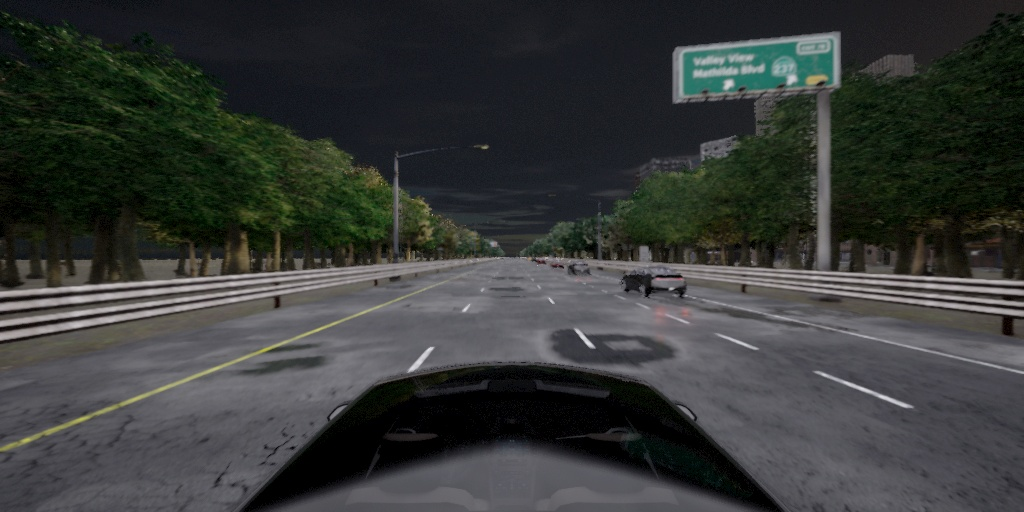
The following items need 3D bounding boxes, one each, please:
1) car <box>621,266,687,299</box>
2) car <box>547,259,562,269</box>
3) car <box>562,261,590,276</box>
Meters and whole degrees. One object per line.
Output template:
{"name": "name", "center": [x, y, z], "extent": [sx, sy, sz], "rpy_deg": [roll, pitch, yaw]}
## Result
{"name": "car", "center": [7.004, 1.247, 18.184], "extent": [2.128, 1.511, 4.902], "rpy_deg": [0, 0, 0]}
{"name": "car", "center": [7.014, 1.373, 57.088], "extent": [1.895, 1.301, 4.718], "rpy_deg": [0, 0, 0]}
{"name": "car", "center": [7.010, 1.255, 38.135], "extent": [2.128, 1.511, 4.902], "rpy_deg": [0, 0, 0]}
